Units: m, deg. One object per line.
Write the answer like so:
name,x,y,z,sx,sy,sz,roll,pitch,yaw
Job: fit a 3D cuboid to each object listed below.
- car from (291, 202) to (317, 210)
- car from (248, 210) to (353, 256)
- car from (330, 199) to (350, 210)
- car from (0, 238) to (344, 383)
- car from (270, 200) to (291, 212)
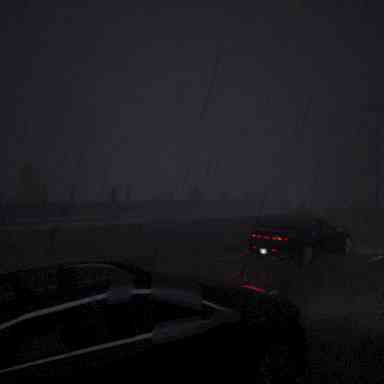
car,13.759,1.870,40.171,1.895,1.301,4.718,0,0,31
car,4.004,1.584,11.863,4.892,1.490,1.837,1,0,-42
car,18.535,1.651,41.547,2.097,1.767,4.553,0,0,29
car,-0.833,1.505,3.355,4.902,1.511,2.128,0,0,-36
car,11.732,1.770,43.685,2.128,1.511,4.902,0,0,29
